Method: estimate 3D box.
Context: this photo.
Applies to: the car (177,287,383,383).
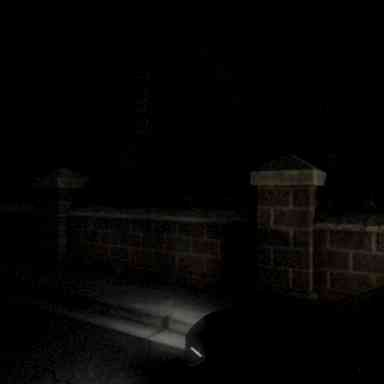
[{"bbox_3d":[2.082,1.529,2.740,4.674,1.442,1.812,0,0,31],"label":"car"}]
